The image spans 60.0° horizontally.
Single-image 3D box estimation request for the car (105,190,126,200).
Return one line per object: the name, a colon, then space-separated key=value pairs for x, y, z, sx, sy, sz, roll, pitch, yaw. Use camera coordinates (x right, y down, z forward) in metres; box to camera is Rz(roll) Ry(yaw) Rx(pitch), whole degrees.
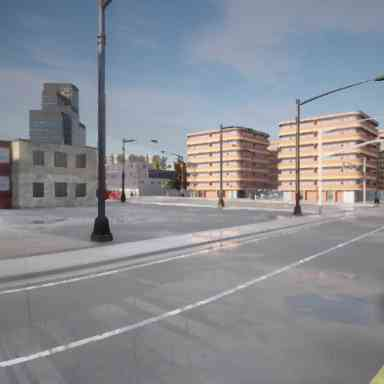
car: x=-15.541 y=0.608 z=66.620 sx=5.566 sy=2.045 sz=2.150 roll=1 pitch=1 yaw=41
